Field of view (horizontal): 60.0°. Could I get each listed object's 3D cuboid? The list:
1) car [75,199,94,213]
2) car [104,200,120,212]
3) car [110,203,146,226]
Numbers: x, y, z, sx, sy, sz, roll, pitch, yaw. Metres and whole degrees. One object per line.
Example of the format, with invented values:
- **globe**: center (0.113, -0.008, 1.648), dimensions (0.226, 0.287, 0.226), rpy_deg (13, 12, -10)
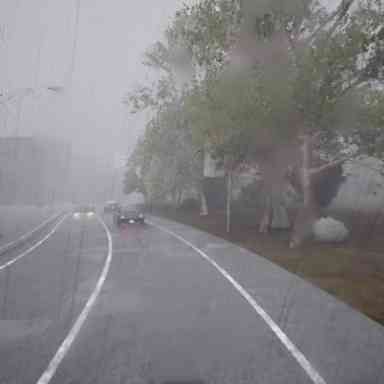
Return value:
- **car**: center (-13.700, 1.638, 42.379), dimensions (2.097, 1.767, 4.553), rpy_deg (-2, 1, -14)
- **car**: center (-10.051, 1.711, 41.882), dimensions (1.812, 1.442, 4.674), rpy_deg (-2, 0, -15)
- **car**: center (-4.681, 1.679, 24.272), dimensions (1.895, 1.301, 4.718), rpy_deg (-2, 0, -17)
